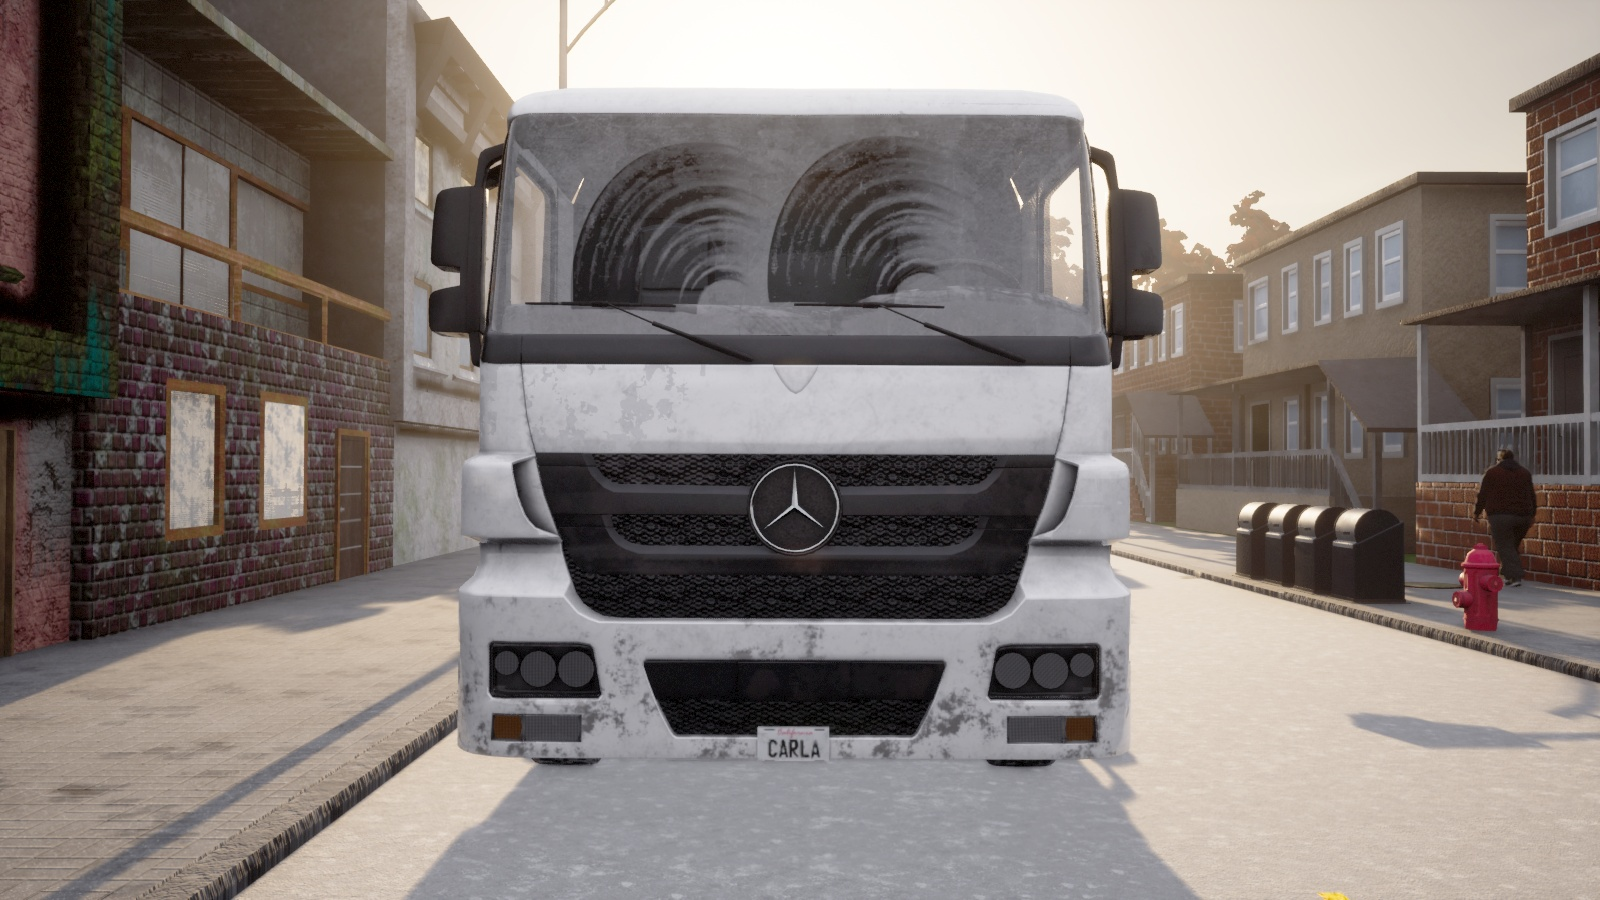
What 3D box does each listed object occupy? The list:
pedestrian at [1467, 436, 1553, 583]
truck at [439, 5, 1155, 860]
[{"bbox_3d":[9.164,0.759,16.230,0.634,1.844,0.899,0,-1,5],"label":"pedestrian"},{"bbox_3d":[-0.025,-0.015,9.072,2.891,3.462,7.936,0,-1,0],"label":"truck"}]
